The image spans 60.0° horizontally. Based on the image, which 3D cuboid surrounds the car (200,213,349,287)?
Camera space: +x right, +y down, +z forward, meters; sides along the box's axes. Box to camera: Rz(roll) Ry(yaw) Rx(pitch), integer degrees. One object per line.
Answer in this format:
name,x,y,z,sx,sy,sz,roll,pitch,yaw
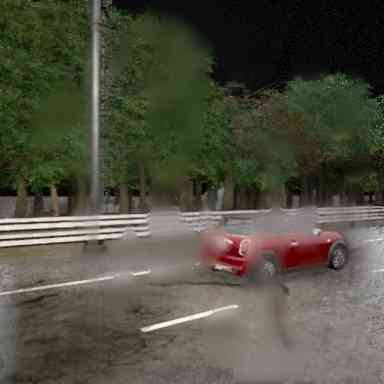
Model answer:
car,2.530,1.394,9.697,4.553,1.767,2.097,0,0,-34
